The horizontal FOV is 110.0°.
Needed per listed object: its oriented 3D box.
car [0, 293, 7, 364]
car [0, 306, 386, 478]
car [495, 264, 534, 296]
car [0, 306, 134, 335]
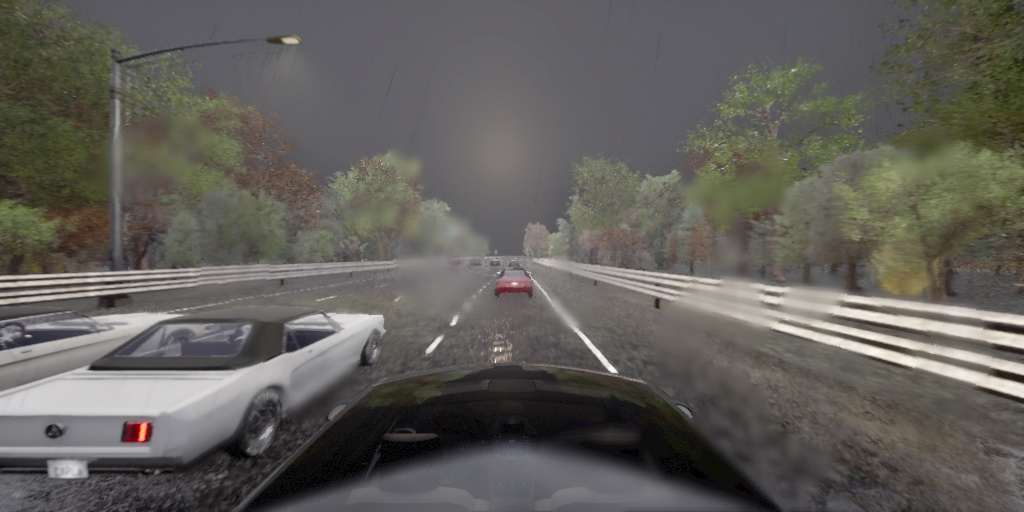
[{"bbox_3d":[-10.398,1.347,4.356,1.895,1.301,4.718,0,0,0],"label":"car"},{"bbox_3d":[-3.399,1.350,4.970,1.895,1.301,4.718,0,0,0],"label":"car"},{"bbox_3d":[0.134,1.315,19.321,1.994,1.385,4.181,0,0,0],"label":"car"},{"bbox_3d":[-6.898,1.348,4.954,1.895,1.301,4.718,0,0,0],"label":"car"}]
